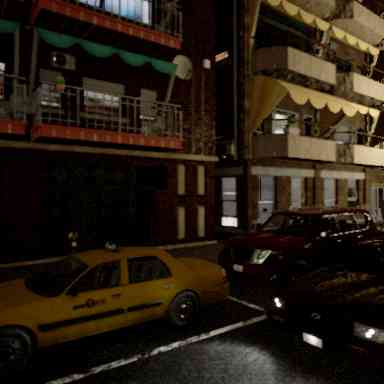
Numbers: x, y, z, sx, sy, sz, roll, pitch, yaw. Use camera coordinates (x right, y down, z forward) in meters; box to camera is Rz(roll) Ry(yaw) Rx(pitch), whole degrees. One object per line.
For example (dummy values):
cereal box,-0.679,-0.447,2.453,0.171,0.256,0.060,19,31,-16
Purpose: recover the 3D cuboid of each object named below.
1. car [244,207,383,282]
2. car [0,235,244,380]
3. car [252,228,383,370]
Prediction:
car,3.058,1.365,8.802,5.009,1.841,2.192,0,-1,-36
car,-1.555,1.548,5.459,4.829,1.417,1.752,0,-1,-36
car,3.749,1.586,5.970,5.357,1.411,2.033,0,0,-36
